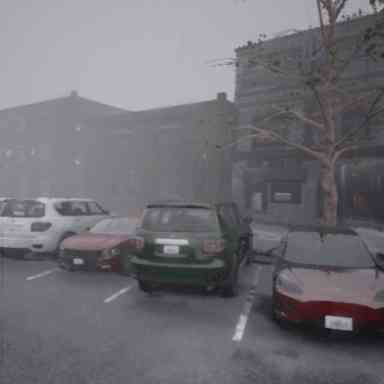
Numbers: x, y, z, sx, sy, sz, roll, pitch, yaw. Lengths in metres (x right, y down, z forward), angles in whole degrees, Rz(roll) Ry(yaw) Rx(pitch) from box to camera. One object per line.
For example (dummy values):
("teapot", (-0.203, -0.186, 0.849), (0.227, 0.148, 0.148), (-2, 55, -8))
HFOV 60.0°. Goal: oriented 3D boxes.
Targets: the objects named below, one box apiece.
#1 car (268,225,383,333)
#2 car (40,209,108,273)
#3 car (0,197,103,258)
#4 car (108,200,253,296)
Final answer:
("car", (2.757, 1.510, 7.095), (2.163, 1.488, 4.792), (1, -1, 16))
("car", (-2.127, 1.474, 10.620), (2.097, 1.535, 5.008), (1, -1, 16))
("car", (-4.569, 1.221, 12.394), (2.435, 2.045, 5.566), (0, -1, 15))
("car", (0.320, 1.226, 8.902), (2.435, 2.045, 5.566), (0, -1, 16))
